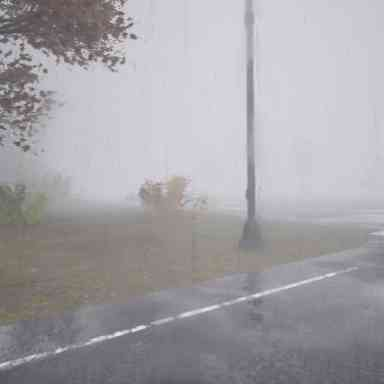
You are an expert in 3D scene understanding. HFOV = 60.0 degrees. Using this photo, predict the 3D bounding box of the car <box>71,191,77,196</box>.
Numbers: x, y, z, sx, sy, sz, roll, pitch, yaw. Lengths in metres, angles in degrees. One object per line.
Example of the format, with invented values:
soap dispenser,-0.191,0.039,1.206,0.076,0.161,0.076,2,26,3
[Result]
car,-28.845,0.345,80.056,1.895,1.301,4.718,-2,2,-28

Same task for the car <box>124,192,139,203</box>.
car,-8.258,0.762,48.467,1.812,1.442,4.674,-2,2,-35
